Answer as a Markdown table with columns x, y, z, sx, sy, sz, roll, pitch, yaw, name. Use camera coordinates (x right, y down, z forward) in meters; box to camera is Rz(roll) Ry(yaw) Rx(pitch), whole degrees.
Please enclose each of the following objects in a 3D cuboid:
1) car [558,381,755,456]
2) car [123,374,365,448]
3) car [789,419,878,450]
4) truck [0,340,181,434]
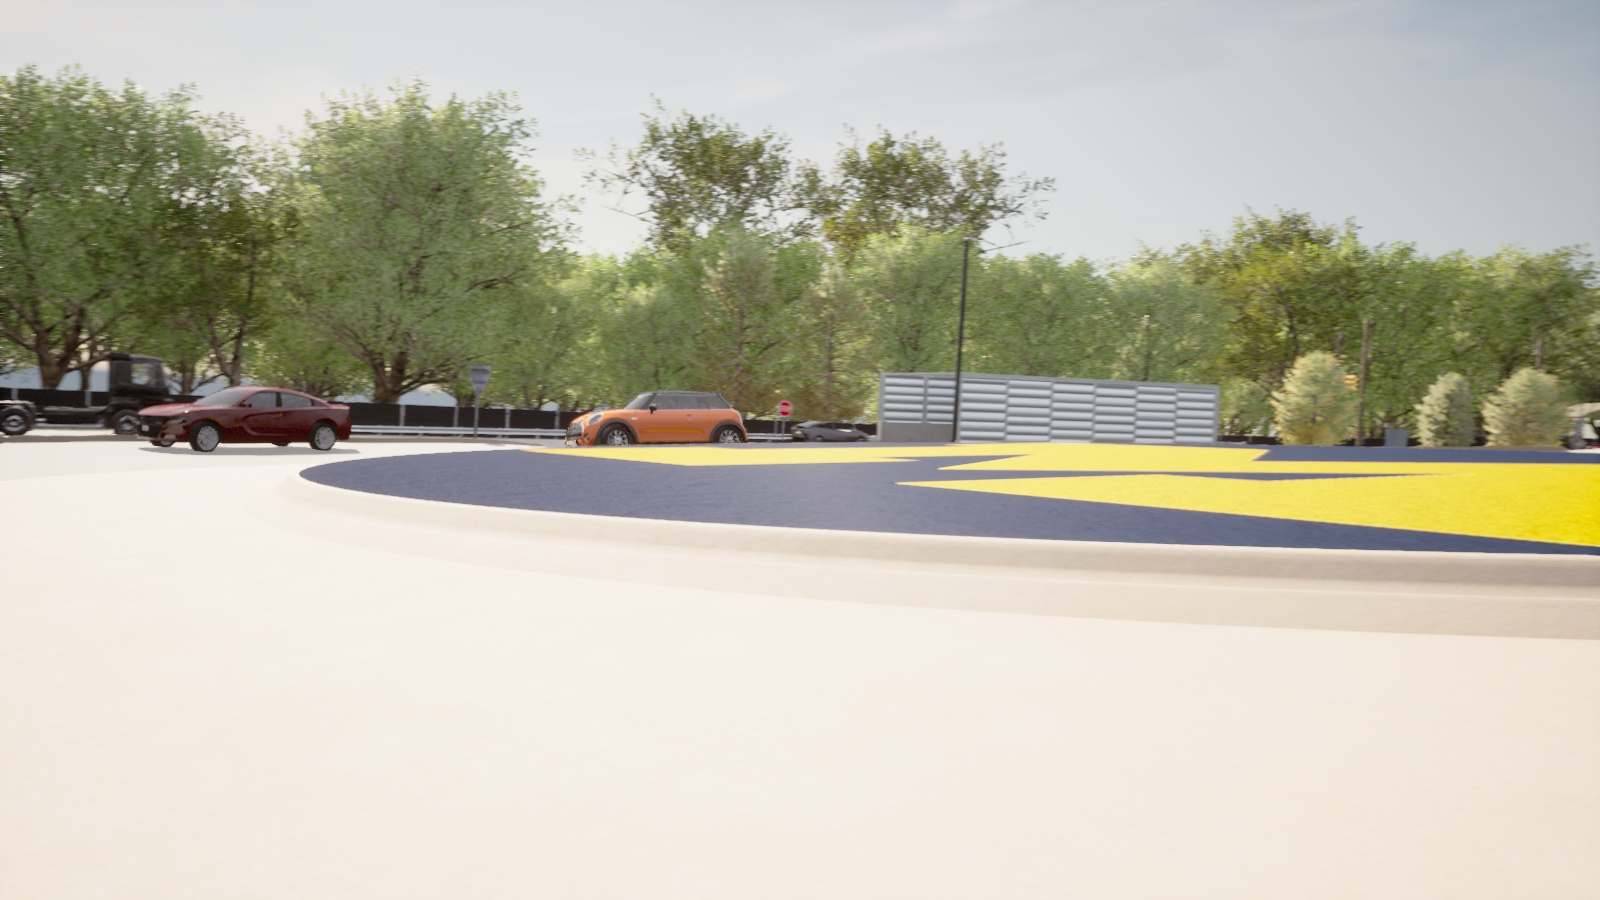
| x | y | z | sx | sy | sz | roll | pitch | yaw | name |
| --- | --- | --- | --- | --- | --- | --- | --- | --- | --- |
| -3.679 | -0.753 | 32.269 | 4.553 | 1.767 | 2.097 | 0 | -1 | -27 | car |
| -13.108 | -0.888 | 29.928 | 1.882 | 1.535 | 5.008 | 5 | 3 | 33 | car |
| 1.856 | -0.873 | 69.627 | 4.514 | 1.525 | 2.007 | 1 | 3 | -34 | car |
| -29.384 | -2.516 | 50.262 | 7.936 | 3.462 | 2.891 | 1 | 3 | -32 | truck |
